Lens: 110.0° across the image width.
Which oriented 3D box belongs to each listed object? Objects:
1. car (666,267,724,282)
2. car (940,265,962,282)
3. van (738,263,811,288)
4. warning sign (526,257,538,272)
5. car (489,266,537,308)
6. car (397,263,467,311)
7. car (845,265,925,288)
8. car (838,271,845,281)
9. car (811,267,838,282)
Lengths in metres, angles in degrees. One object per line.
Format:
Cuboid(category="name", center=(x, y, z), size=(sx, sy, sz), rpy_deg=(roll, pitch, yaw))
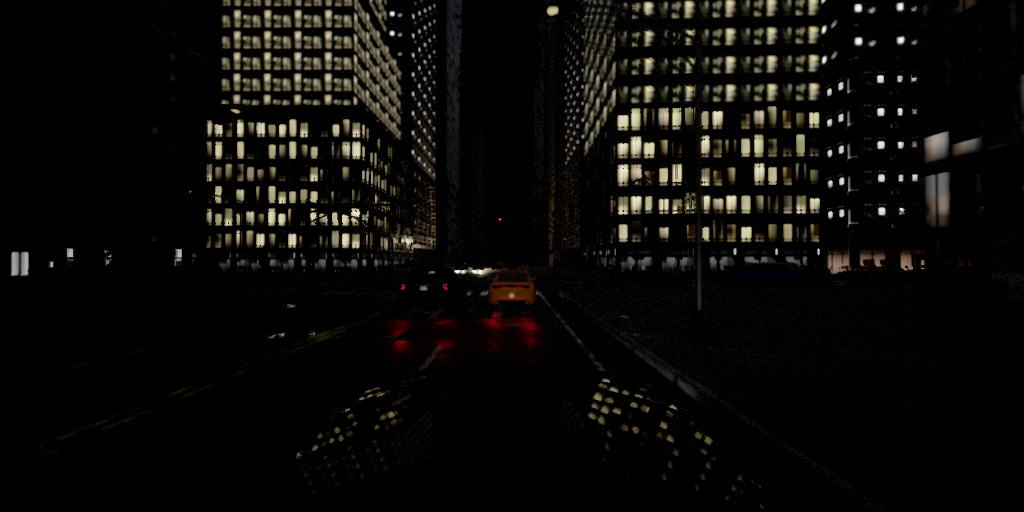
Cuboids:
Cuboid(category="car", center=(17.092, 1.627, 33.638), size=(4.829, 1.417, 1.751), rpy_deg=(0, 0, 2))
Cuboid(category="car", center=(38.047, 1.548, 32.748), size=(4.097, 1.591, 1.967), rpy_deg=(0, 0, 2))
Cuboid(category="van", center=(18.362, 1.366, 25.466), size=(3.998, 1.789, 1.690), rpy_deg=(0, 0, 2))
Cuboid(category="warning sign", center=(2.859, 1.456, 53.628), size=(1.300, 1.860, 1.060), rpy_deg=(0, 0, 0))
Cuboid(category="car", center=(0.087, 1.375, 16.050), size=(1.882, 1.535, 5.008), rpy_deg=(0, 0, 2))
Cuboid(category="car", center=(-3.224, 1.240, 15.267), size=(2.097, 1.767, 4.553), rpy_deg=(0, -1, 0))
Cuboid(category="car", center=(26.640, 1.468, 25.277), size=(4.097, 1.591, 1.967), rpy_deg=(0, 0, 2))
Cuboid(category="car", center=(32.487, 1.650, 32.950), size=(4.507, 1.381, 1.888), rpy_deg=(0, 0, 2))
Cuboid(category="car", center=(26.927, 1.685, 33.152), size=(4.207, 1.307, 1.802), rpy_deg=(0, 0, 2))
